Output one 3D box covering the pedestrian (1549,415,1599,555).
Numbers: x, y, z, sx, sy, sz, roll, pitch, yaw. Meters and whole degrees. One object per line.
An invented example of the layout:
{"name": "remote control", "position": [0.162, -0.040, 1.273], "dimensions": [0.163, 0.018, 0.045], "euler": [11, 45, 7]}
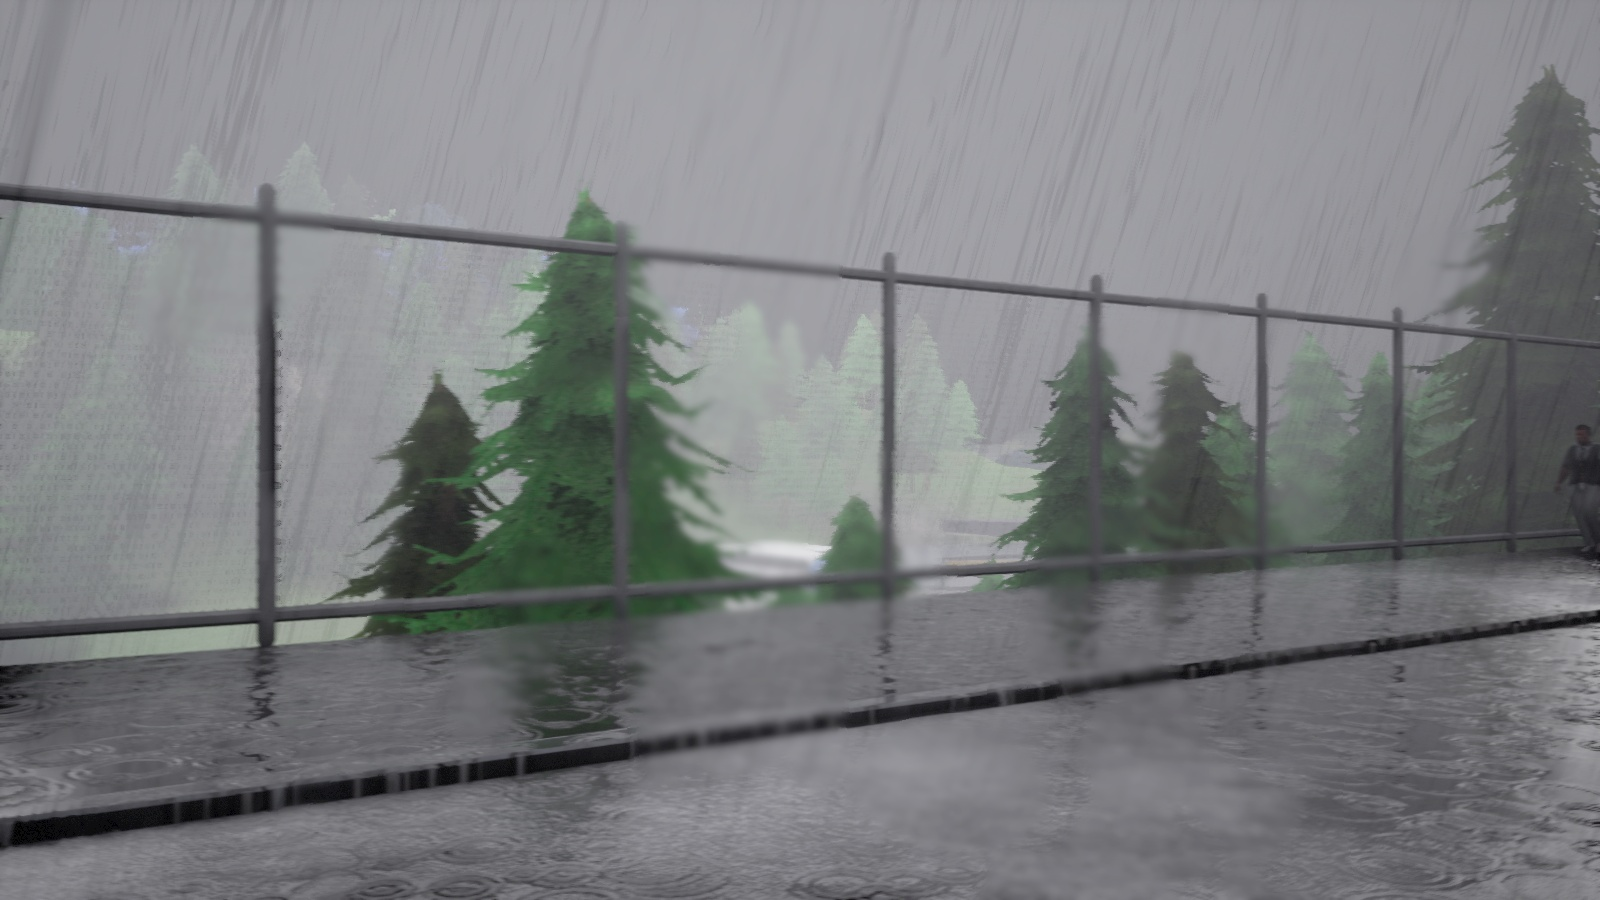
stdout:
{"name": "pedestrian", "position": [10.862, 0.470, 17.341], "dimensions": [0.849, 1.883, 0.563], "euler": [0, 0, -33]}
